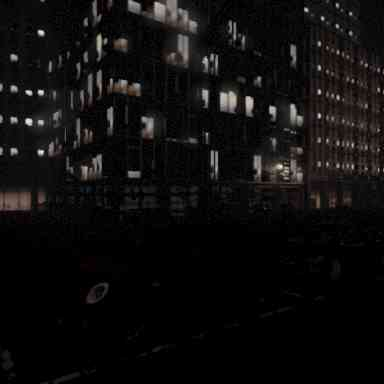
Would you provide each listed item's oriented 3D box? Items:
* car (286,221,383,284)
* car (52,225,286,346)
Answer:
[{"bbox_3d":[4.092,1.542,9.483,4.403,1.369,2.008,0,0,-36],"label":"car"},{"bbox_3d":[-0.410,1.437,6.269,4.097,1.590,1.967,0,0,-36],"label":"car"}]
